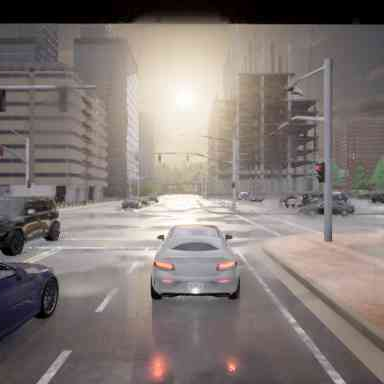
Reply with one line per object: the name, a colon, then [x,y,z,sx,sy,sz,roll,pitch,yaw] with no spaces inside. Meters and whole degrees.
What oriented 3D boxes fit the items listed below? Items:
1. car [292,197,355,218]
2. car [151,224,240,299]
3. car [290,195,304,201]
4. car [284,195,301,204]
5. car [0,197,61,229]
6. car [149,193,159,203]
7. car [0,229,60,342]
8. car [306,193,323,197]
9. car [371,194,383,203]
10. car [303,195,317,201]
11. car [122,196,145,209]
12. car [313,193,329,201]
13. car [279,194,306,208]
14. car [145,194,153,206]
car: [12.102,1.491,30.112,4.902,1.511,2.128,0,0,0]
car: [0.072,1.526,8.303,1.812,1.442,4.674,0,0,0]
car: [24.289,1.395,76.914,1.970,1.475,3.806,0,0,0]
car: [18.591,1.395,61.785,1.970,1.475,3.806,0,0,0]
car: [-7.156,1.221,13.298,2.150,2.045,5.566,0,0,0]
car: [-8.180,1.221,69.120,2.150,2.045,5.566,0,0,0]
car: [-3.441,1.526,4.429,1.812,1.442,4.674,0,0,0]
car: [15.966,1.156,44.306,1.905,1.878,3.866,0,0,0]
car: [35.487,1.153,61.954,1.932,1.855,4.605,0,0,0]
car: [27.184,1.364,76.926,1.784,1.438,3.905,0,0,0]
car: [-8.080,1.352,44.893,2.097,1.767,4.553,0,0,0]
car: [29.867,1.153,76.989,1.932,1.855,4.605,0,0,0]
car: [13.071,1.153,44.347,1.932,1.855,4.605,0,0,0]
car: [-8.156,1.478,55.436,1.882,1.535,5.008,0,0,0]
